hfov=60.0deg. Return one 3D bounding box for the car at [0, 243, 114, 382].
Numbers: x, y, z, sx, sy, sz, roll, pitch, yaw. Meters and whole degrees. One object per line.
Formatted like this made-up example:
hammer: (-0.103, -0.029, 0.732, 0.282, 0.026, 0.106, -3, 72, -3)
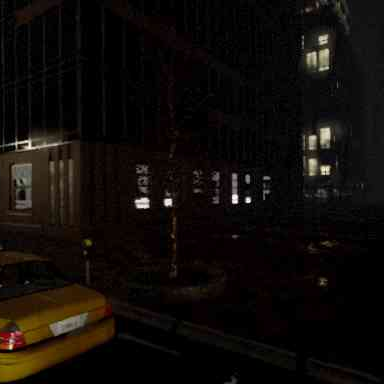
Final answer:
car: (-3.303, 1.487, 5.206, 4.829, 1.417, 1.752, 0, -1, 36)
